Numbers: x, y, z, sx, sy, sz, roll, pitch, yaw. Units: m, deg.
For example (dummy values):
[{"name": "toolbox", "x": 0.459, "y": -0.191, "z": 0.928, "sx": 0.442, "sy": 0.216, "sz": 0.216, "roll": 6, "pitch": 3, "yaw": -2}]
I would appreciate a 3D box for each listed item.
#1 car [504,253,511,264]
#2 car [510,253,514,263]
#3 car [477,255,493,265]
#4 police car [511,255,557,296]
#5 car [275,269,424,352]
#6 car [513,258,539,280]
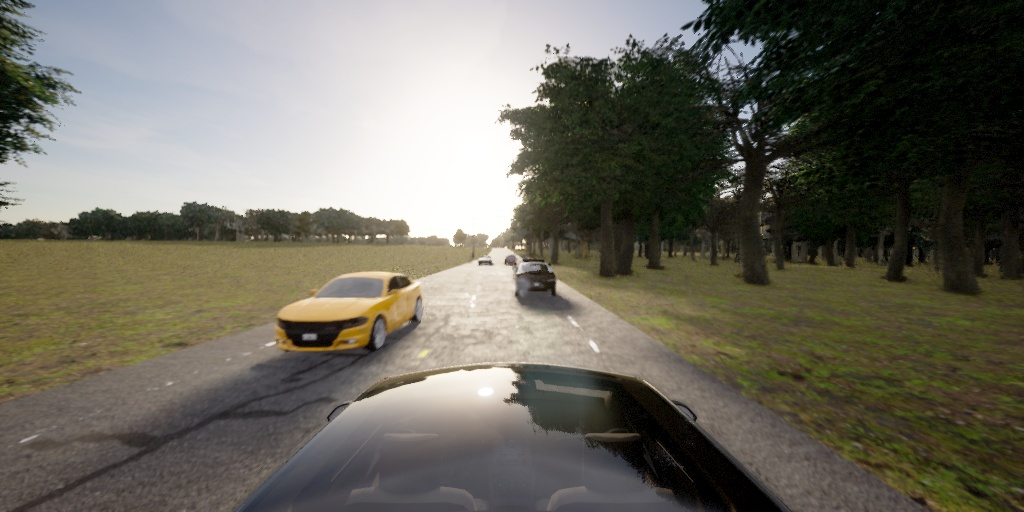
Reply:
[{"name": "car", "x": -0.183, "y": 0.486, "z": 54.277, "sx": 1.994, "sy": 1.385, "sz": 4.181, "roll": 0, "pitch": 1, "yaw": 0}, {"name": "car", "x": 1.004, "y": 0.741, "z": 33.953, "sx": 1.801, "sy": 1.575, "sz": 5.366, "roll": 0, "pitch": 1, "yaw": 0}, {"name": "car", "x": -3.719, "y": 0.542, "z": 50.365, "sx": 2.033, "sy": 1.411, "sz": 5.357, "roll": 0, "pitch": 1, "yaw": 0}, {"name": "police car", "x": 1.052, "y": 0.961, "z": 17.865, "sx": 1.930, "sy": 1.638, "sz": 5.238, "roll": 0, "pitch": 1, "yaw": 0}, {"name": "car", "x": -3.594, "y": 1.137, "z": 8.867, "sx": 1.882, "sy": 1.535, "sz": 5.008, "roll": 0, "pitch": 1, "yaw": 0}, {"name": "car", "x": 1.030, "y": 0.913, "z": 27.761, "sx": 1.812, "sy": 1.442, "sz": 4.674, "roll": 0, "pitch": 1, "yaw": 0}]
